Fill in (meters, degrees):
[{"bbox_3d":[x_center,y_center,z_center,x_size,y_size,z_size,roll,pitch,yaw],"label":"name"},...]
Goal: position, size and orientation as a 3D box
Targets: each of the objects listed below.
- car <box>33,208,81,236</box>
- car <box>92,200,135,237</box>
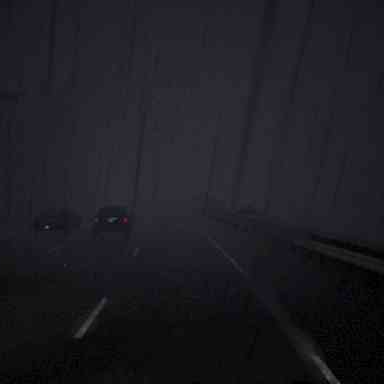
[{"bbox_3d":[-8.180,1.755,20.562,2.128,1.511,4.902,0,-1,-6],"label":"car"},{"bbox_3d":[-4.617,1.599,20.108,2.097,1.767,4.553,0,-1,-6],"label":"car"}]
